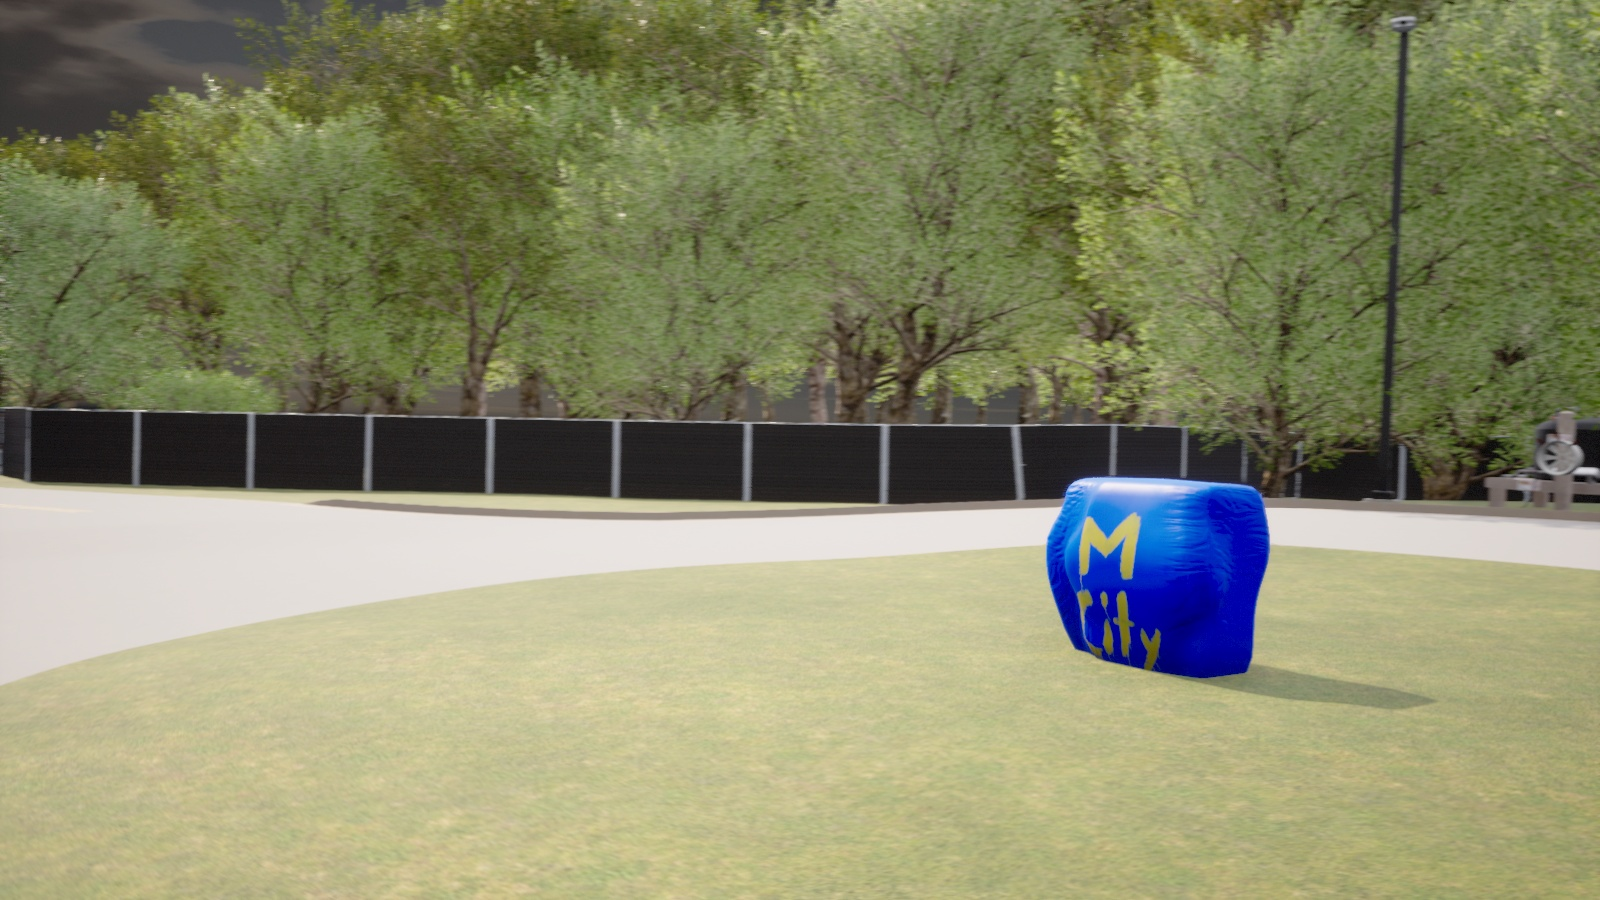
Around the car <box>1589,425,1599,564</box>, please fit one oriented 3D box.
[{"bbox_3d":[11.092,0.588,12.931,2.033,1.649,4.856,1,1,-17],"label":"car"}]
